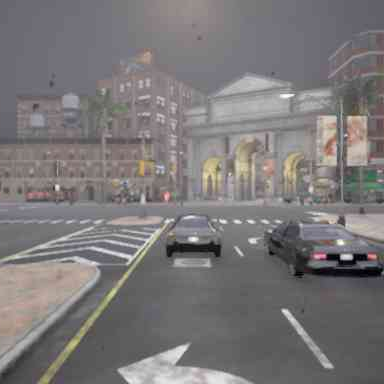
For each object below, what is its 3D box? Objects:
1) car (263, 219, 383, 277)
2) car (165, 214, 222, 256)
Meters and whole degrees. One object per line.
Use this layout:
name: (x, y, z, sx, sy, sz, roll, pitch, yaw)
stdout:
car: (3.541, 1.524, 10.085, 2.033, 1.411, 5.357, 0, 0, 0)
car: (0.065, 1.532, 12.986, 1.994, 1.385, 4.181, 0, 0, 0)
